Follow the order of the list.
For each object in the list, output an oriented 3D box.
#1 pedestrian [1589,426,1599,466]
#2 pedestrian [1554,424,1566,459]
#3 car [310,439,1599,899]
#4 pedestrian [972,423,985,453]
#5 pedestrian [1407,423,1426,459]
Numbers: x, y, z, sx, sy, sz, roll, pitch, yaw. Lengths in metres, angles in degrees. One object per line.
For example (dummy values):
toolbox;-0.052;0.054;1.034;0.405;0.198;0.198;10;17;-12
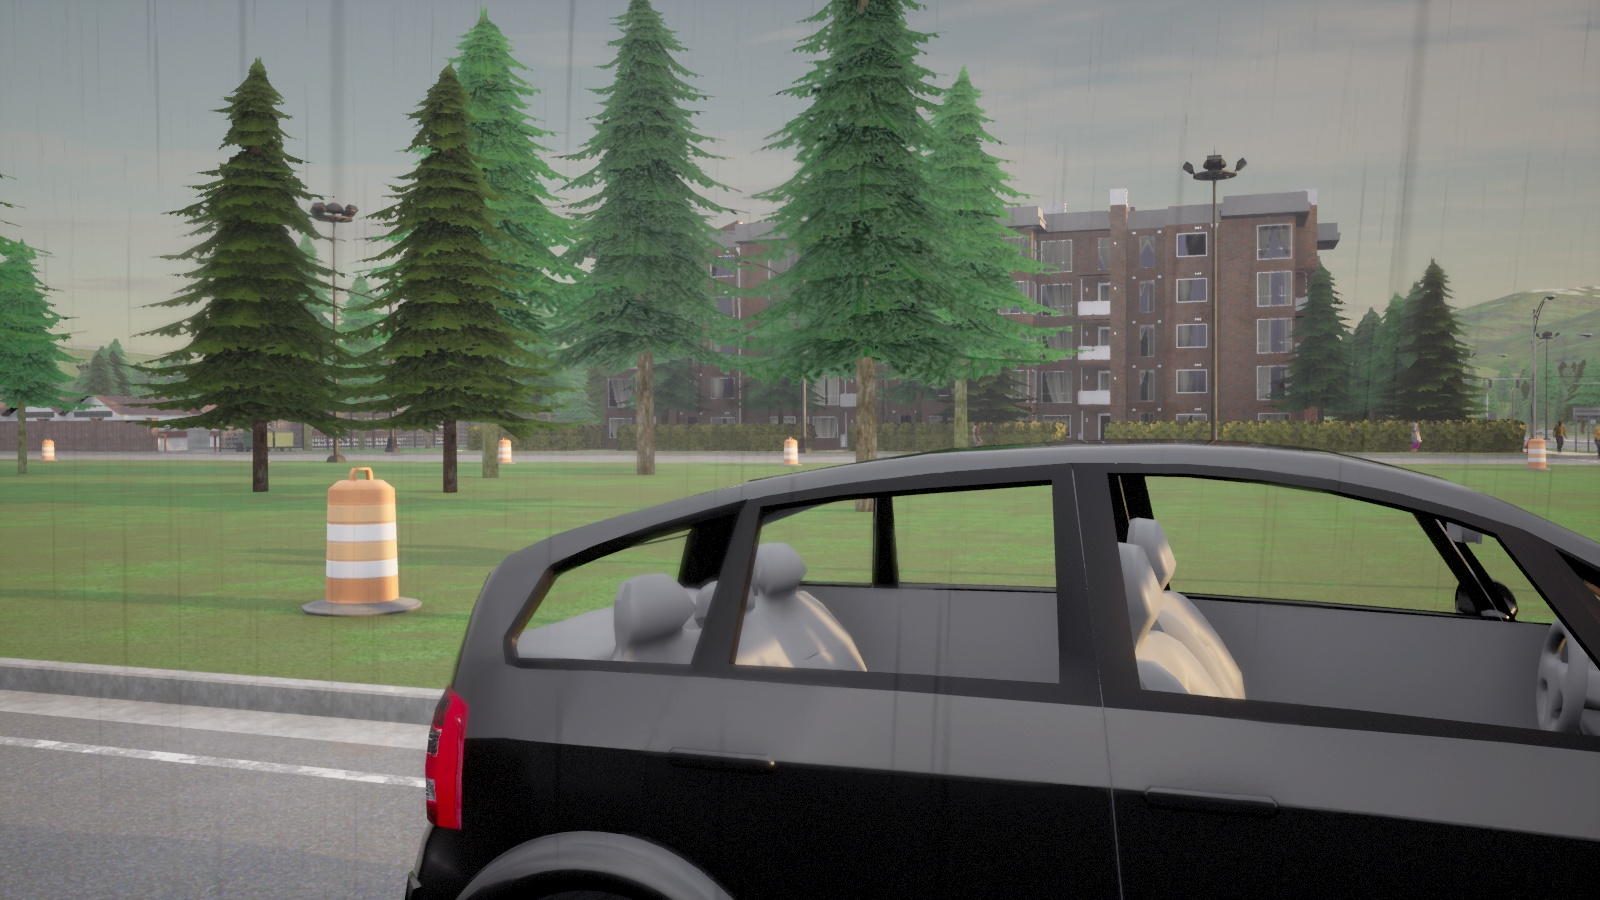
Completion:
pedestrian;38.163;-0.195;59.741;0.874;1.855;0.900;1;1;21
pedestrian;40.698;-0.459;67.256;0.370;1.835;0.726;1;1;19
car;1.036;0.764;2.844;3.705;1.549;1.789;0;1;19
pedestrian;10.792;-0.721;75.991;0.703;1.840;0.431;1;1;19
pedestrian;33.536;-0.513;68.325;0.873;1.952;0.659;1;1;19
